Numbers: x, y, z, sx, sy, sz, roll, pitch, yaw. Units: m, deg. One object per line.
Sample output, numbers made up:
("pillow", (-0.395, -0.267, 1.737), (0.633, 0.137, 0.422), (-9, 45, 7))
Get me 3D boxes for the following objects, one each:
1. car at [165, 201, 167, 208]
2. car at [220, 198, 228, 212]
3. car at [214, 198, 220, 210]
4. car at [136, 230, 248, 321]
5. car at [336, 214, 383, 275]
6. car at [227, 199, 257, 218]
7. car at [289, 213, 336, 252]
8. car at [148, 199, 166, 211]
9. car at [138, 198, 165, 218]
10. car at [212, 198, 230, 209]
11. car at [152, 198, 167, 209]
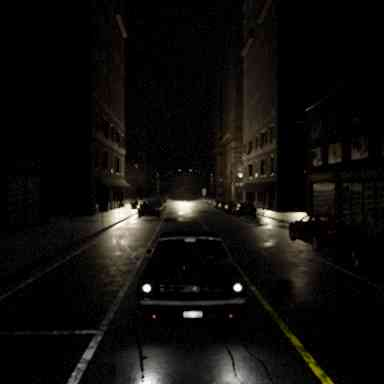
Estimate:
("car", (-4.010, 1.577, 35.537), (1.947, 1.339, 4.313), (-1, 0, -2))
("car", (4.507, 1.561, 35.895), (1.887, 1.381, 4.507), (-1, 0, -2))
("car", (4.276, 1.564, 41.395), (1.887, 1.381, 4.507), (-1, 0, -2))
("car", (-0.047, 1.602, 7.408), (1.895, 1.301, 4.718), (0, 0, -1))
("car", (5.662, 1.445, 8.394), (1.967, 1.590, 4.097), (-1, 0, -2))
("car", (4.739, 1.579, 30.395), (1.947, 1.339, 4.313), (-1, 0, -2))
("car", (5.433, 1.551, 13.894), (1.887, 1.381, 4.507), (-1, 0, -2))
("car", (-4.242, 1.565, 41.037), (2.008, 1.369, 4.403), (-1, 0, -2))
("car", (-3.780, 1.448, 30.036), (1.967, 1.590, 4.097), (-1, 0, -2))
("car", (4.044, 1.568, 46.896), (1.887, 1.381, 4.507), (-1, 0, -2))
("car", (-4.473, 1.563, 46.538), (1.887, 1.381, 4.507), (-1, 0, -2))
